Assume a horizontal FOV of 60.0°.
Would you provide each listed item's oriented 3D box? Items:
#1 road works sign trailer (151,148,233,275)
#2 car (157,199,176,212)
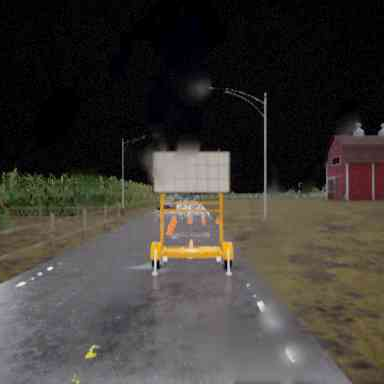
[{"bbox_3d":[-0.009,0.450,10.391,2.380,3.560,2.880,0,0,0],"label":"road works sign trailer"},{"bbox_3d":[-2.905,1.548,38.687,1.994,1.385,4.181,0,0,0],"label":"car"}]
